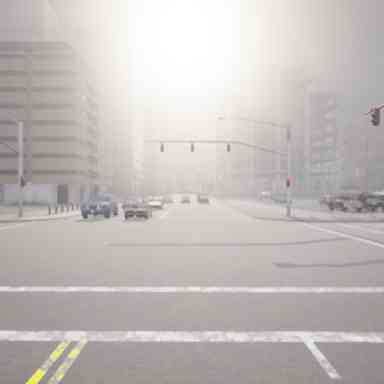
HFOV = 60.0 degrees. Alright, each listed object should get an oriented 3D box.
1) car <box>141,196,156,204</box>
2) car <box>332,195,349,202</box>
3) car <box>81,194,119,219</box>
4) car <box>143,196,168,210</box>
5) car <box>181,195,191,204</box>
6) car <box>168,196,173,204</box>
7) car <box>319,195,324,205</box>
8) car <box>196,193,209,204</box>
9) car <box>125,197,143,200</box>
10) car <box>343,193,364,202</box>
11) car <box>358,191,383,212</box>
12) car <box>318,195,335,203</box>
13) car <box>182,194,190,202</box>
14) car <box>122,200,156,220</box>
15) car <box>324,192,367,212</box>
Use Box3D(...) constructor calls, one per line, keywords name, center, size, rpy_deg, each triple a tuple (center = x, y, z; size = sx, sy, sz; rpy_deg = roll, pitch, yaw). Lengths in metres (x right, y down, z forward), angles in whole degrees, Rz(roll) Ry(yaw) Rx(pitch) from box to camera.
Box3D(name="car", center=(-8.261, 1.502, 63.313), size=(2.128, 1.511, 4.902), rpy_deg=(0, 0, 0))
Box3D(name="car", center=(30.660, 1.375, 68.737), size=(1.784, 1.438, 3.905), rpy_deg=(0, 0, 0))
Box3D(name="car", center=(-8.018, 1.226, 29.498), size=(2.150, 2.045, 5.566), rpy_deg=(0, 0, -1))
Box3D(name="car", center=(-4.634, 1.554, 42.293), size=(2.033, 1.411, 5.357), rpy_deg=(0, 0, 0))
Box3D(name="car", center=(-1.241, 1.611, 65.691), size=(1.895, 1.301, 4.718), rpy_deg=(0, 0, 0))
Box3D(name="car", center=(-4.759, 1.517, 65.157), size=(1.837, 1.490, 4.892), rpy_deg=(0, -1, 0))
Box3D(name="car", center=(22.075, 1.404, 53.592), size=(1.970, 1.475, 3.806), rpy_deg=(0, 0, 0))
Box3D(name="car", center=(2.265, 1.488, 65.017), size=(1.882, 1.535, 5.008), rpy_deg=(0, 0, 0))
Box3D(name="car", center=(-8.149, 1.511, 44.573), size=(1.837, 1.490, 4.892), rpy_deg=(0, 0, 0))
Box3D(name="car", center=(33.343, 1.164, 68.801), size=(1.932, 1.855, 4.605), rpy_deg=(0, 0, 0))
Box3D(name="car", center=(19.459, 1.162, 36.111), size=(1.905, 1.878, 3.866), rpy_deg=(0, 0, 0))
Box3D(name="car", center=(27.765, 1.406, 68.723), size=(1.970, 1.475, 3.806), rpy_deg=(0, 0, 0))
Box3D(name="car", center=(-1.320, 1.316, 74.762), size=(1.882, 1.535, 5.008), rpy_deg=(0, 0, 0))
Box3D(name="car", center=(-4.504, 1.605, 28.373), size=(1.895, 1.301, 4.718), rpy_deg=(0, 0, -1))
Box3D(name="car", center=(16.564, 1.159, 36.150), size=(1.932, 1.855, 4.605), rpy_deg=(0, 0, 0))
